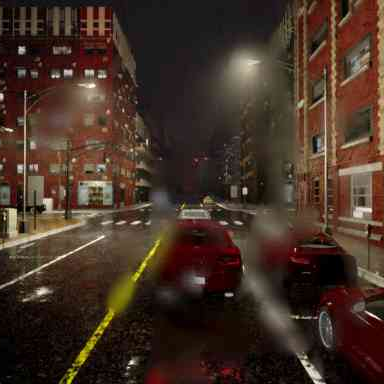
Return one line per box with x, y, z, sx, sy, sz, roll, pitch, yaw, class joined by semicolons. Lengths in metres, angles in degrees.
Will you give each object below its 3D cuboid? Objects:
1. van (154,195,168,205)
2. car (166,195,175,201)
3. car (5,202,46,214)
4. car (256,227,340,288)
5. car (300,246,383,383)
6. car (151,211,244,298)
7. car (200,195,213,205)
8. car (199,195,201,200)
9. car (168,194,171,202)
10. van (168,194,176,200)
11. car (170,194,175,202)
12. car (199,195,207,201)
-5.578;1.359;58.213;1.690;1.788;3.998;1;0;0;van
-5.533;1.581;86.474;2.008;1.369;4.403;1;0;0;car
-18.648;1.729;37.324;4.313;1.339;1.947;0;-1;0;car
2.852;1.584;8.906;1.802;1.307;4.206;1;0;0;car
2.673;1.583;3.250;1.802;1.307;4.206;1;0;0;car
0.112;1.480;8.588;1.882;1.535;5.008;0;0;0;car
2.799;1.543;58.329;1.752;1.417;4.829;1;0;0;car
2.837;1.572;80.770;1.887;1.381;4.507;1;0;0;car
-5.572;1.602;63.865;1.802;1.307;4.206;1;0;0;car
-5.521;1.375;92.126;1.690;1.788;3.998;1;0;0;van
-5.553;1.607;75.169;1.802;1.307;4.206;1;0;0;car
2.846;1.596;86.421;1.947;1.339;4.313;1;0;0;car
